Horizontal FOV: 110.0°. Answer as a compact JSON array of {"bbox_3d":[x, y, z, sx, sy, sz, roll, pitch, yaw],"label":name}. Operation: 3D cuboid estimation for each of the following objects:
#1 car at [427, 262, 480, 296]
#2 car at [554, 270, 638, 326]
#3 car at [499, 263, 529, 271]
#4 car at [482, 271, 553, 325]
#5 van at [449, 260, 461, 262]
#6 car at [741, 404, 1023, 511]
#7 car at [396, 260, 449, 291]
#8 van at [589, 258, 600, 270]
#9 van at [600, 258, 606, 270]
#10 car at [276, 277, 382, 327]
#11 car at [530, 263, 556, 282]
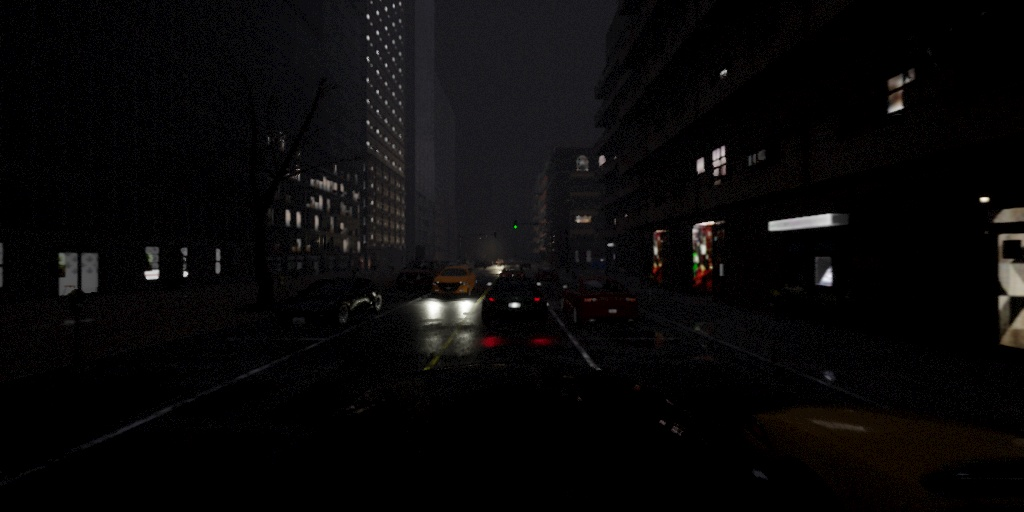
[{"bbox_3d":[-3.114,1.317,20.108,1.882,1.535,5.008,0,0,0],"label":"car"},{"bbox_3d":[2.679,1.343,11.765,1.888,1.381,4.507,0,0,0],"label":"car"},{"bbox_3d":[0.062,1.480,27.978,1.895,1.301,4.718,0,0,0],"label":"car"},{"bbox_3d":[0.076,1.364,12.116,1.994,1.385,4.181,0,0,0],"label":"car"},{"bbox_3d":[-5.723,1.251,33.848,1.690,1.789,3.998,0,0,0],"label":"van"},{"bbox_3d":[2.689,1.270,0.889,1.751,1.417,4.829,0,0,0],"label":"car"},{"bbox_3d":[-5.712,1.168,22.802,2.192,1.841,5.009,0,0,0],"label":"car"},{"bbox_3d":[13.669,1.128,53.829,3.998,1.789,1.690,0,0,0],"label":"van"},{"bbox_3d":[13.699,1.123,45.448,3.998,1.789,1.690,0,0,0],"label":"van"},{"bbox_3d":[-5.701,1.365,11.757,1.948,1.339,4.313,0,0,0],"label":"car"},{"bbox_3d":[2.662,1.426,28.332,1.888,1.381,4.507,0,0,0],"label":"car"}]
